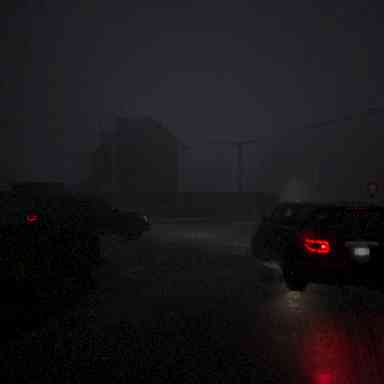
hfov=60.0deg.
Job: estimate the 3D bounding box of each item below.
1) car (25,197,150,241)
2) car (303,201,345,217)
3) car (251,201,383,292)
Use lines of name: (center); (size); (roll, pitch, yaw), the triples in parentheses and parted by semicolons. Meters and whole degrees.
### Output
car: (-4.828, 1.256, 15.692); (5.566, 2.045, 2.150); (0, 0, -25)
car: (13.031, 1.663, 33.114); (1.994, 1.385, 4.181); (0, 0, -9)
car: (3.262, 1.250, 9.164); (2.150, 2.045, 5.566); (0, 0, -1)
